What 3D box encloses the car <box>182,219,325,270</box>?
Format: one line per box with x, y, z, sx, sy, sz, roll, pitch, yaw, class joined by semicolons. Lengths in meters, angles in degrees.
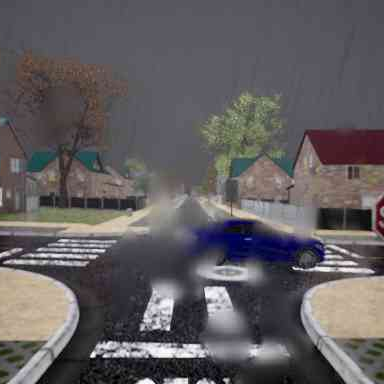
2.001;1.645;11.141;4.674;1.442;1.812;2;0;-1;car
